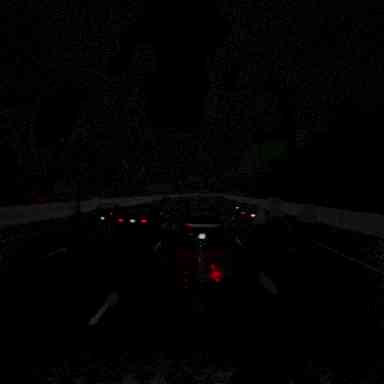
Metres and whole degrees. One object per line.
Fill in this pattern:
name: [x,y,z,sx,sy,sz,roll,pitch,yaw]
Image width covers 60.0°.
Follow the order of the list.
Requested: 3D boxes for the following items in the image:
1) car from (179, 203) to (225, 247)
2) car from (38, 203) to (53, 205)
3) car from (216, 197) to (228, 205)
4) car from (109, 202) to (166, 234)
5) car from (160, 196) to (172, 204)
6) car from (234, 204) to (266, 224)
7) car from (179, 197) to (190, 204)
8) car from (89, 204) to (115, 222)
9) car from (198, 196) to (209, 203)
car: [0.475,1.496,15.172,2.128,1.511,4.902,1,0,2]
car: [-22.918,1.003,50.368,2.150,2.045,5.566,1,0,3]
car: [5.643,1.618,62.086,1.994,1.385,4.181,1,0,2]
car: [-2.899,1.518,19.265,2.033,1.411,5.357,1,0,2]
car: [-4.865,1.476,62.087,1.812,1.442,4.674,1,0,2]
car: [4.337,1.606,25.224,1.994,1.385,4.181,1,0,2]
car: [-1.356,1.549,62.295,1.994,1.385,4.181,1,0,2]
car: [-6.159,1.539,25.411,1.895,1.301,4.718,1,0,2]
car: [2.146,1.511,62.228,2.128,1.511,4.902,1,0,2]
